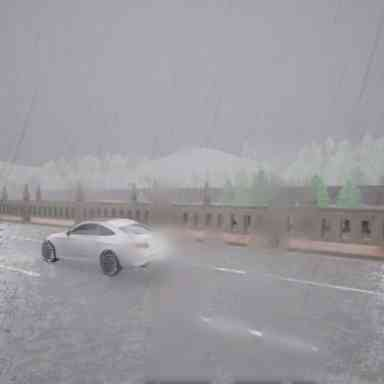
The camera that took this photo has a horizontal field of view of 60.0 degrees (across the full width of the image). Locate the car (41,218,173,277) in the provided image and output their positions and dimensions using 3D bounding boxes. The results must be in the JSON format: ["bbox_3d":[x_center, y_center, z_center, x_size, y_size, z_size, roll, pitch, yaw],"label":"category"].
[{"bbox_3d":[-2.698,1.529,10.218,4.674,1.442,1.812,0,0,36],"label":"car"}]
